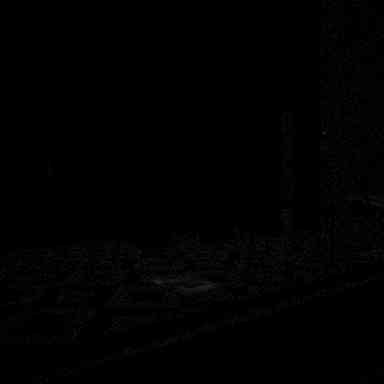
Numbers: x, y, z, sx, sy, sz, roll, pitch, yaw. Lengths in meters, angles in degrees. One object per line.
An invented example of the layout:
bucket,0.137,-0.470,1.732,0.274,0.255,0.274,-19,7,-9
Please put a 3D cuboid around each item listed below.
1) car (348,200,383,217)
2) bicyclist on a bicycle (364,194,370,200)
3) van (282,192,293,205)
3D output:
car,14.816,1.365,28.290,2.008,1.369,4.403,1,0,-35
bicyclist on a bicycle,20.841,1.027,39.619,1.656,1.620,0.582,0,1,-36
van,12.254,0.928,46.564,1.690,1.788,3.998,1,0,-35
